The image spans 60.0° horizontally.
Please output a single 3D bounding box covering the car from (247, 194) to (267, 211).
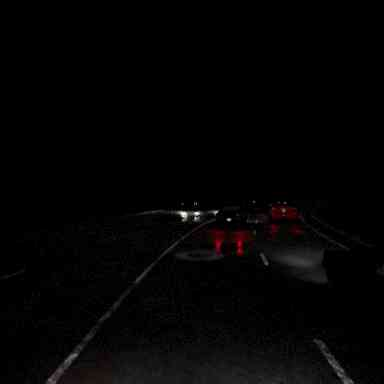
[{"bbox_3d":[8.089,1.244,40.566,2.150,2.045,5.566,0,0,21],"label":"car"}]

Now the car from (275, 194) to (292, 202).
[{"bbox_3d":[21.171,1.290,76.683,2.097,1.767,4.553,0,0,38],"label":"car"}]

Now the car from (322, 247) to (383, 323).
[{"bbox_3d":[3.902,1.611,5.815,1.895,1.301,4.718,0,0,3],"label":"car"}]

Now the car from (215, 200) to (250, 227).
[{"bbox_3d":[2.754,1.532,22.726,1.812,1.442,4.674,0,0,12],"label":"car"}]

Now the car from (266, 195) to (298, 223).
[{"bbox_3d":[7.208,1.375,26.324,2.097,1.767,4.553,0,0,14],"label":"car"}]

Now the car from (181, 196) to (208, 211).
[{"bbox_3d":[0.339,1.339,40.242,2.097,1.767,4.553,0,0,21],"label":"car"}]
